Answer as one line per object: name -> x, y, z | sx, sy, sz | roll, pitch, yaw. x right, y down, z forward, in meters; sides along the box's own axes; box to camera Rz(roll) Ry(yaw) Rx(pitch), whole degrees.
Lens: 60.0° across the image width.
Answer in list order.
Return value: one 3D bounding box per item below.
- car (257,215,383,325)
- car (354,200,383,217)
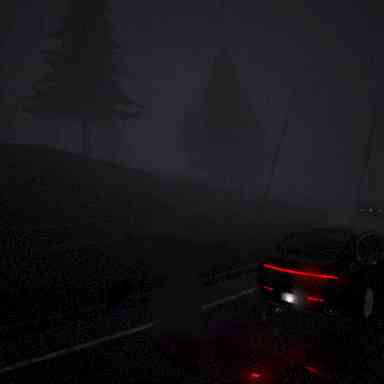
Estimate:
car -> 3.287, 1.490, 7.240 | 1.837, 1.490, 4.892 | 1, 1, 44
car -> 14.862, 1.470, 28.148 | 2.033, 1.411, 5.357 | 0, 0, 23
